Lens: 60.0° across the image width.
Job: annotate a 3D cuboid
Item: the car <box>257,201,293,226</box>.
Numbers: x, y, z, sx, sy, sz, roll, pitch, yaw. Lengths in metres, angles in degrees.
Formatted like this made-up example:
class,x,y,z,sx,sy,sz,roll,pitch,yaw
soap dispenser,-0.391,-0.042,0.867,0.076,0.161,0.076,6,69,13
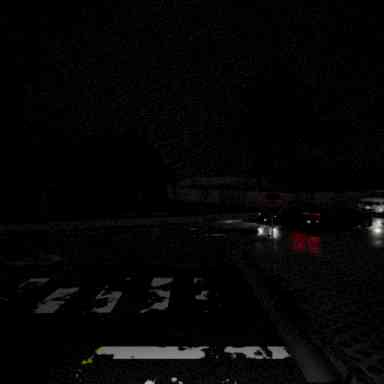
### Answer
class,x,y,z,sx,sy,sz,roll,pitch,yaw
car,6.946,1.343,22.335,5.357,1.411,2.033,-1,3,-30

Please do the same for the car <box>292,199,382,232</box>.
class,x,y,z,sx,sy,sz,roll,pitch,yaw
car,8.723,1.427,19.947,4.902,1.511,2.128,-1,3,-29

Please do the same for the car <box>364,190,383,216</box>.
class,x,y,z,sx,sy,sz,roll,pitch,yaw
car,16.323,0.847,28.055,5.566,2.045,2.150,-1,3,-34
